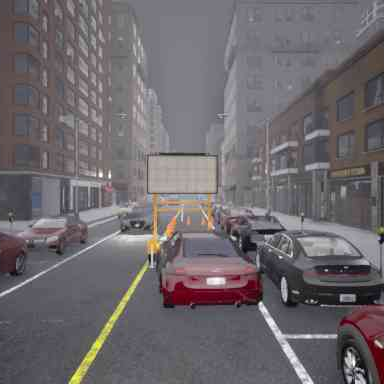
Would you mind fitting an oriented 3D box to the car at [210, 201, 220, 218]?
[{"bbox_3d":[2.584,1.562,24.340,2.008,1.369,4.403,0,0,0],"label":"car"}]

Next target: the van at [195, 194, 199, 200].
[{"bbox_3d":[2.444,1.399,90.053,1.690,1.788,3.998,0,0,0],"label":"van"}]

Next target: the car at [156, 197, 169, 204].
[{"bbox_3d":[-5.523,1.590,62.946,2.008,1.369,4.403,0,0,0],"label":"car"}]

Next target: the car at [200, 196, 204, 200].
[{"bbox_3d":[2.537,1.578,46.415,2.008,1.369,4.403,0,0,0],"label":"car"}]

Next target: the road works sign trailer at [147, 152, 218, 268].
[{"bbox_3d":[-0.340,0.467,11.394,2.380,3.560,2.880,0,0,-6],"label":"road works sign trailer"}]

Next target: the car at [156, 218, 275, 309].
[{"bbox_3d":[0.200,1.558,7.932,1.994,1.385,4.181,1,0,-7],"label":"car"}]

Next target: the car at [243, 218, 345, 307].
[{"bbox_3d":[2.620,1.552,7.784,2.008,1.369,4.403,0,0,0],"label":"car"}]

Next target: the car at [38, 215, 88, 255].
[{"bbox_3d":[-5.417,1.585,13.281,1.802,1.307,4.206,0,0,0],"label":"car"}]

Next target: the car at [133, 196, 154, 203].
[{"bbox_3d":[-5.464,1.334,35.354,2.192,1.841,5.009,0,0,0],"label":"car"}]

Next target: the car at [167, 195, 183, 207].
[{"bbox_3d":[-2.864,1.580,53.225,2.033,1.411,5.357,0,0,0],"label":"car"}]

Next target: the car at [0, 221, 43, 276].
[{"bbox_3d":[-5.405,1.583,7.763,1.802,1.307,4.206,0,0,0],"label":"car"}]

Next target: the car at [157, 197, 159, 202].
[{"bbox_3d":[-5.476,1.605,40.872,1.802,1.307,4.206,0,0,0],"label":"car"}]

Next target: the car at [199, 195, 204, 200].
[{"bbox_3d":[2.525,1.613,51.934,1.802,1.307,4.206,0,0,0],"label":"car"}]

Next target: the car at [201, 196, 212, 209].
[{"bbox_3d":[2.549,1.574,40.897,2.008,1.369,4.403,0,0,0],"label":"car"}]

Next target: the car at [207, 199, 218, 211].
[{"bbox_3d":[2.573,1.597,29.859,1.802,1.307,4.206,0,0,0],"label":"car"}]

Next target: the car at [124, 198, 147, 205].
[{"bbox_3d":[-5.448,1.540,29.668,1.752,1.417,4.829,0,0,0],"label":"car"}]

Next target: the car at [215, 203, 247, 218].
[{"bbox_3d":[2.596,1.552,18.821,1.887,1.381,4.507,0,0,0],"label":"car"}]

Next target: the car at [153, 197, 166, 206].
[{"bbox_3d":[-5.511,1.561,57.257,1.752,1.417,4.829,0,0,0],"label":"car"}]

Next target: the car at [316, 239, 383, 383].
[{"bbox_3d":[2.632,1.440,2.265,1.967,1.590,4.097,0,0,0],"label":"car"}]

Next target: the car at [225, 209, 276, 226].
[{"bbox_3d":[2.608,1.569,13.302,1.947,1.339,4.313,0,0,0],"label":"car"}]

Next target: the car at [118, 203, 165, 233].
[{"bbox_3d":[-2.890,1.571,19.531,1.994,1.385,4.181,0,0,0],"label":"car"}]

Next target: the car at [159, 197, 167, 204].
[{"bbox_3d":[-5.500,1.471,51.910,1.967,1.590,4.097,0,0,0],"label":"car"}]

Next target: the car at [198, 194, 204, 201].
[{"bbox_3d":[2.514,1.476,57.453,1.967,1.590,4.097,0,0,0],"label":"car"}]
